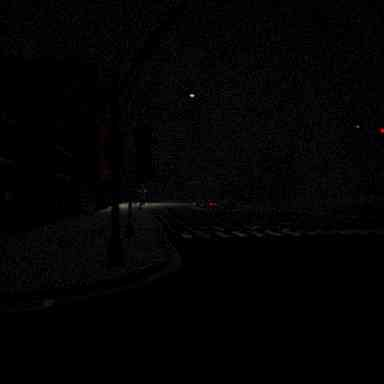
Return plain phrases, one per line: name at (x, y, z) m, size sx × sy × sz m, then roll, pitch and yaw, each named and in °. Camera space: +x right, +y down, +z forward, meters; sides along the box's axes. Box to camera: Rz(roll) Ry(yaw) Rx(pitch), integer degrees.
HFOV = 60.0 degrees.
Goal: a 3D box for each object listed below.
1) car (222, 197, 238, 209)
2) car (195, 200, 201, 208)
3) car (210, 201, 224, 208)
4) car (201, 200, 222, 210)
car at (6.477, 1.955, 58.081) m, size 2.150 × 2.045 × 5.566 m, roll 0°, pitch -1°, yaw -8°
car at (1.831, 2.377, 67.878) m, size 1.837 × 1.490 × 4.892 m, roll 0°, pitch -1°, yaw -8°
car at (5.046, 2.465, 68.355) m, size 1.895 × 1.301 × 4.718 m, roll 0°, pitch -1°, yaw -8°
car at (3.264, 2.253, 57.599) m, size 1.837 × 1.490 × 4.892 m, roll 0°, pitch -1°, yaw -8°
